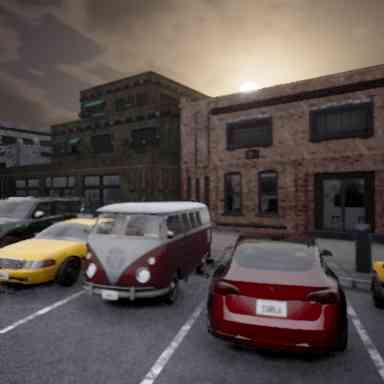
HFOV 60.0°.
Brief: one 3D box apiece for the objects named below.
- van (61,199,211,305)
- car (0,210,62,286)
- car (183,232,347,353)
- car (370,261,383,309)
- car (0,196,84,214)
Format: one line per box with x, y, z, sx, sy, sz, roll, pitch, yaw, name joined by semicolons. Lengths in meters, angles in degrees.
-0.822;1.228;7.899;1.878;1.987;4.442;1;0;15;van
-3.240;1.433;9.532;1.946;1.575;5.366;1;-1;15;car
1.598;1.502;6.341;2.163;1.488;4.792;0;-1;15;car
4.033;1.488;4.789;1.946;1.575;5.366;0;-1;15;car
-5.592;1.171;11.384;2.435;2.045;5.566;0;-1;15;car
